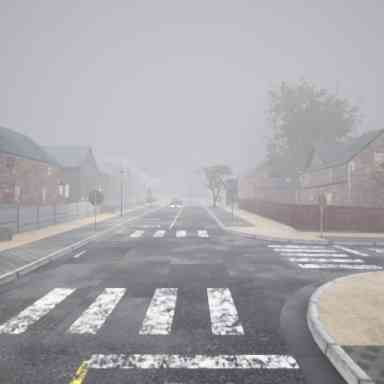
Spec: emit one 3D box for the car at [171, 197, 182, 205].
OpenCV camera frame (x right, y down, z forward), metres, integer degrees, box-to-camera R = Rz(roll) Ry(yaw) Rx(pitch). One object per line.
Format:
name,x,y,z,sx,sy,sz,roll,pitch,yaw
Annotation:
car,-2.757,1.674,60.254,1.994,1.385,4.181,0,0,0
